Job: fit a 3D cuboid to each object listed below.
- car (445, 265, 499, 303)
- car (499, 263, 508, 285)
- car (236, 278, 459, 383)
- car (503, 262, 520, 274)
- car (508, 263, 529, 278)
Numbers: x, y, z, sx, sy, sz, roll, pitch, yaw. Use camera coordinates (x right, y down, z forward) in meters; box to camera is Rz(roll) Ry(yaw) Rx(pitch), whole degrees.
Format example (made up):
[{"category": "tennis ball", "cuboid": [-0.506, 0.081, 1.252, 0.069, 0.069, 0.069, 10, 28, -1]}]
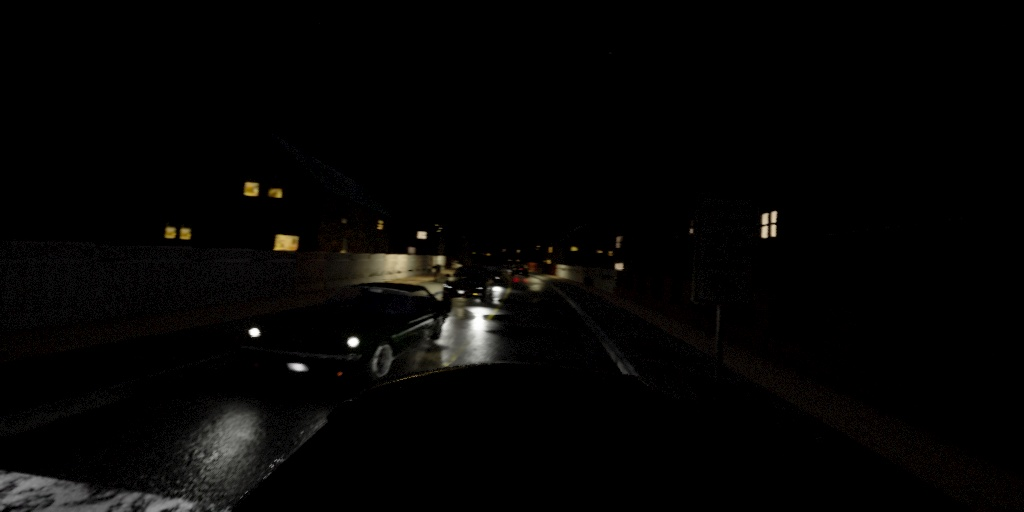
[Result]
[{"category": "car", "cuboid": [-1.942, 1.241, 17.005, 1.837, 1.490, 4.892, 4, 0, 3]}, {"category": "car", "cuboid": [-1.651, 1.384, 27.669, 2.033, 1.411, 5.357, 4, 0, 0]}, {"category": "car", "cuboid": [-2.657, 1.218, 7.029, 1.895, 1.301, 4.718, 4, 0, 6]}, {"category": "car", "cuboid": [-0.093, 1.702, 52.185, 1.837, 1.490, 4.892, 4, 0, -7]}, {"category": "car", "cuboid": [0.840, 1.635, 41.256, 2.128, 1.511, 4.902, 4, -1, -3]}]
